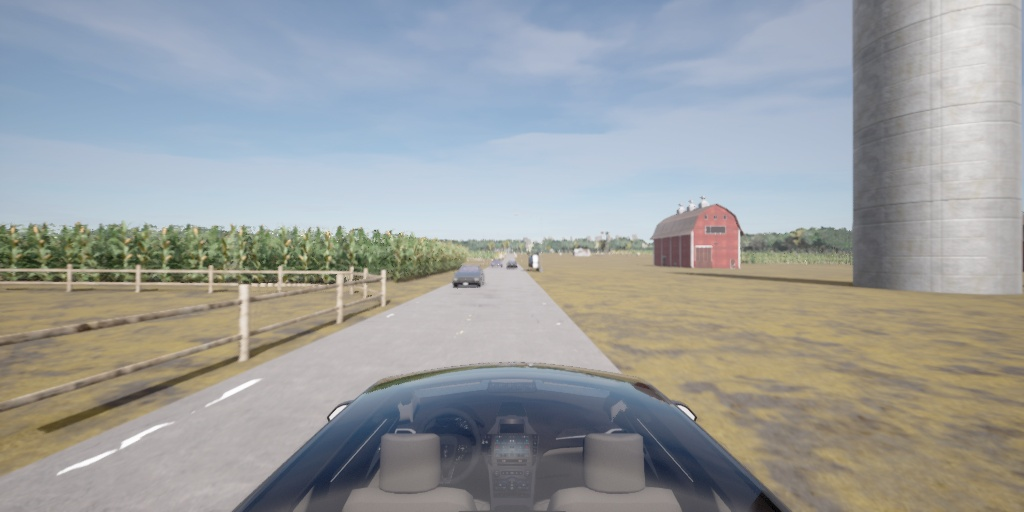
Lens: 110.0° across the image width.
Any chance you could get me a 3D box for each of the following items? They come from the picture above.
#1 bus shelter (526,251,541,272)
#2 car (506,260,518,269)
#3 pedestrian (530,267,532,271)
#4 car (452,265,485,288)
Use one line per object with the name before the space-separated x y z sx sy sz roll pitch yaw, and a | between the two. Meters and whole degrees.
bus shelter | 3.129 0.737 50.424 1.920 2.740 3.880 0 0 0
car | 0.010 1.464 60.511 2.033 1.411 5.357 0 0 0
pedestrian | 2.829 1.178 52.187 0.375 1.860 0.375 0 0 0
car | -2.848 1.349 24.704 2.033 1.411 5.357 0 0 0
